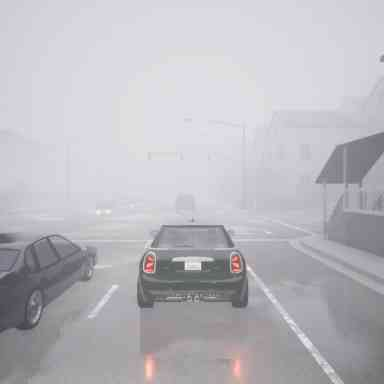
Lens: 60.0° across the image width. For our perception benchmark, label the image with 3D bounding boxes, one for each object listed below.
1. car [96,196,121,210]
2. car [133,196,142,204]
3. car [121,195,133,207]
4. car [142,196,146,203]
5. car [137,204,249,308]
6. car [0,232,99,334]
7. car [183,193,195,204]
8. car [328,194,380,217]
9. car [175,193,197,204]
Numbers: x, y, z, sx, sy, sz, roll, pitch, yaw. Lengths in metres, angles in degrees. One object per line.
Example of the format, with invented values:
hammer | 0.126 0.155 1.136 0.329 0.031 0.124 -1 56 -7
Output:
car | -11.030 1.564 43.200 1.994 1.385 4.181 0 0 -1
car | -11.181 1.491 61.924 2.128 1.511 4.902 0 0 0
car | -11.111 1.352 51.855 2.097 1.767 4.553 0 0 -1
car | -11.225 1.521 72.197 2.128 1.511 4.902 0 0 -1
car | 0.005 1.352 8.104 2.097 1.767 4.553 0 0 0
car | -3.486 1.547 6.823 2.033 1.411 5.357 0 0 0
car | -0.539 1.221 63.898 2.150 2.045 5.566 0 0 -1
car | 13.796 1.046 27.914 4.674 1.442 1.812 -14 0 -2
car | -0.644 1.225 36.759 2.150 2.045 5.566 0 0 0
